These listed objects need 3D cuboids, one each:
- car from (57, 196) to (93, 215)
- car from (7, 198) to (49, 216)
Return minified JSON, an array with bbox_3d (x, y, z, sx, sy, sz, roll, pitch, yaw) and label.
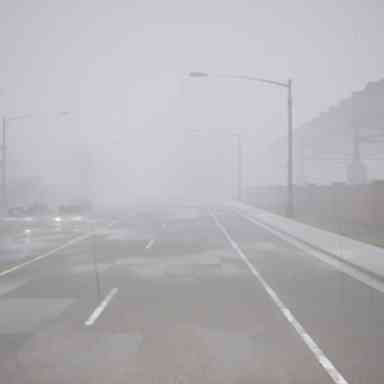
[{"bbox_3d":[-10.581,1.184,30.398,1.882,1.535,5.008,0,1,0],"label":"car"},{"bbox_3d":[-14.085,1.259,28.927,1.812,1.442,4.674,0,1,0],"label":"car"}]
